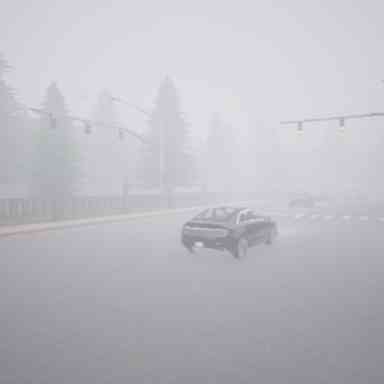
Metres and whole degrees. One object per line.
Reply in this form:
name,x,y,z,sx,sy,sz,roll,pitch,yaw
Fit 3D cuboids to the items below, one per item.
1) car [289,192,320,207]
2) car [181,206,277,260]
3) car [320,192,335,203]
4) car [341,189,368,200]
car,11.624,0.765,34.861,1.837,1.490,4.892,1,1,33
car,1.499,1.256,11.690,2.128,1.511,4.902,1,1,32
car,17.102,0.646,43.157,1.994,1.385,4.181,1,1,37
car,24.475,0.276,50.121,4.553,1.767,2.097,-1,1,-37
